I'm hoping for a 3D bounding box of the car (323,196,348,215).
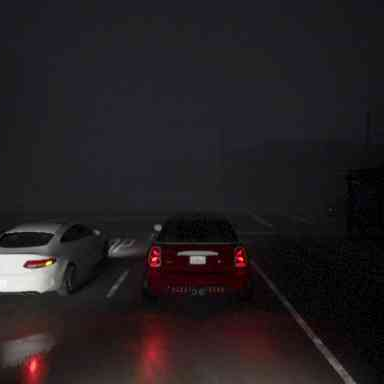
[{"bbox_3d":[12.563,0.970,25.004,4.718,1.301,1.895,-1,1,-2],"label":"car"}]

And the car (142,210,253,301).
[{"bbox_3d":[0.103,1.220,8.170,2.097,1.767,4.553,0,1,0],"label":"car"}]

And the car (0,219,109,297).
[{"bbox_3d":[-3.381,1.395,8.109,1.812,1.442,4.674,0,1,0],"label":"car"}]
